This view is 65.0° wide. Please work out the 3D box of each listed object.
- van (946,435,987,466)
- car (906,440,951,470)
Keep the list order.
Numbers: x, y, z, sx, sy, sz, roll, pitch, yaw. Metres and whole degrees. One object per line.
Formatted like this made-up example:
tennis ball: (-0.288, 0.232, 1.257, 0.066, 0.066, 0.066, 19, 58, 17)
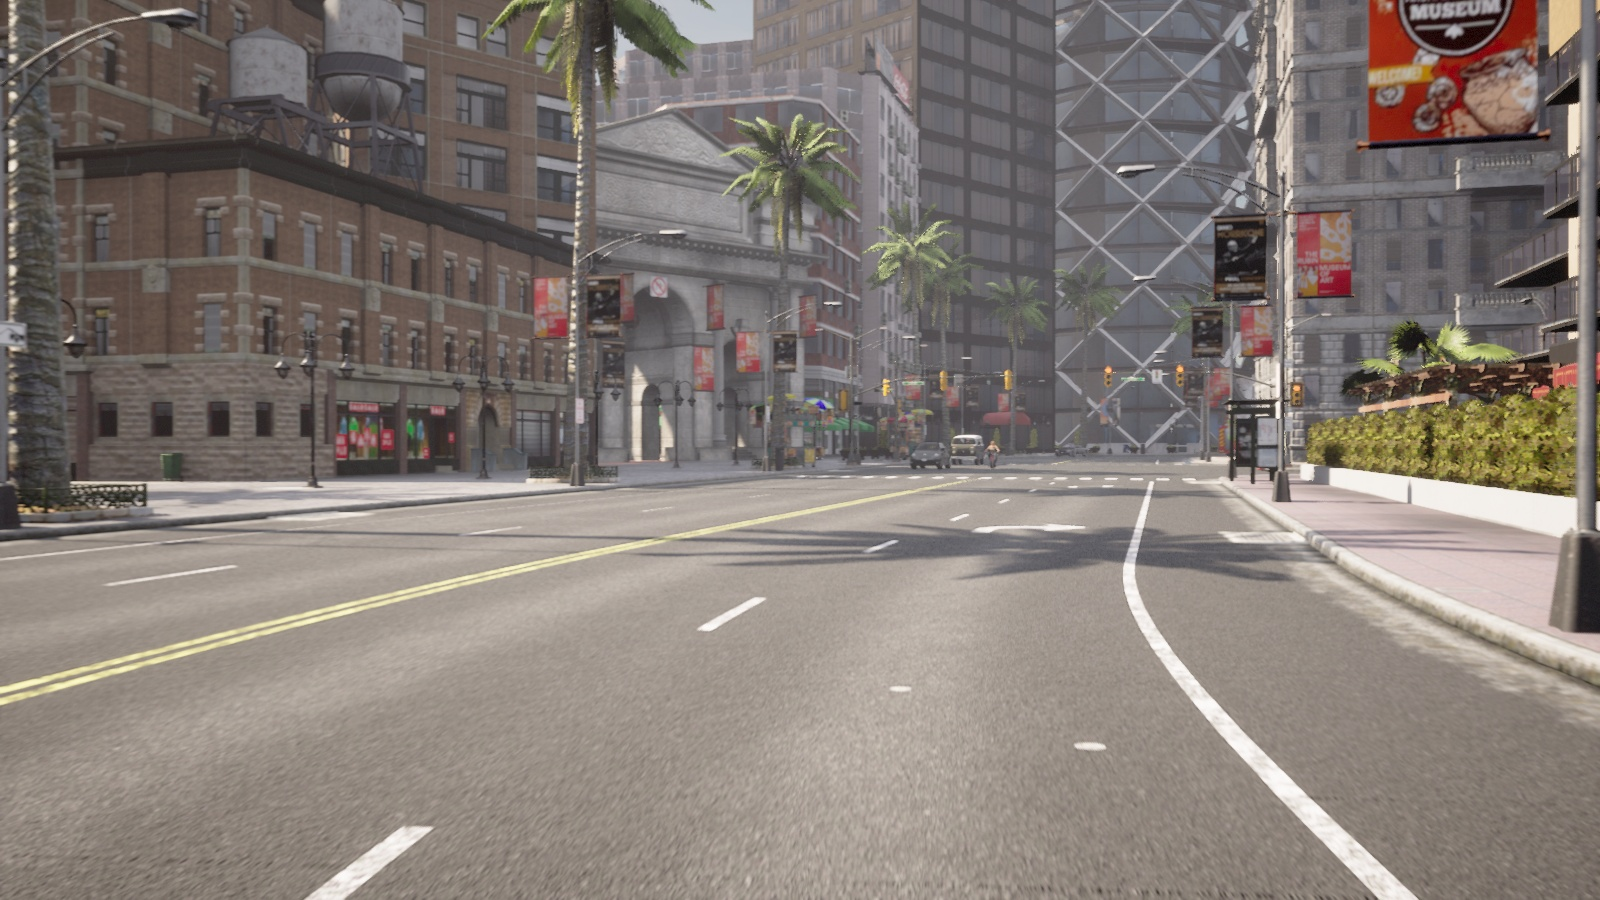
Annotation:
van: (11.258, 0.006, 84.771, 2.069, 2.038, 4.480, 0, 0, 16)
car: (7.321, 0.253, 71.094, 1.851, 1.617, 3.988, 0, 0, 16)
